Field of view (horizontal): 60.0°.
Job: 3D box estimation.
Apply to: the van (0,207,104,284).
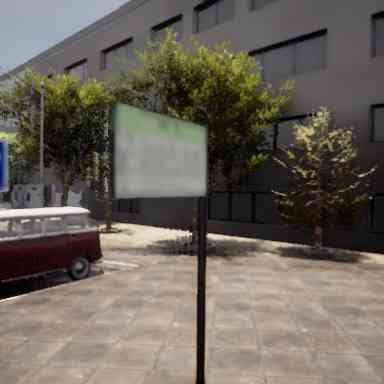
[{"bbox_3d":[-4.311,1.426,8.500,1.878,1.987,4.442,-3,-2,35],"label":"van"}]
